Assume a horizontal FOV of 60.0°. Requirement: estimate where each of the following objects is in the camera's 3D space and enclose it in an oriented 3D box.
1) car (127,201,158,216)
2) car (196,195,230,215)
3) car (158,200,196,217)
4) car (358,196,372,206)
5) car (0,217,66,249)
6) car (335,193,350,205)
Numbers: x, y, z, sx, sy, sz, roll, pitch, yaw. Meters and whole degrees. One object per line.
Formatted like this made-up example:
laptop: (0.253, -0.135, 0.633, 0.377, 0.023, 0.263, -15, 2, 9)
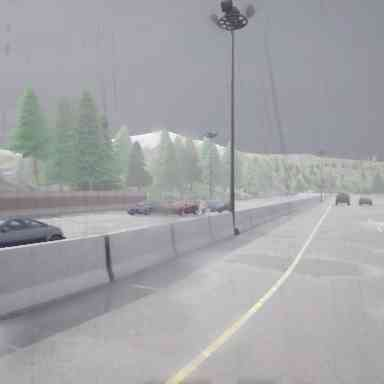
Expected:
car: (-4.416, 1.564, 32.149, 1.994, 1.385, 4.181, 0, 0, 24)
car: (2.328, 1.242, 30.079, 1.812, 1.442, 4.674, 0, 0, 24)
car: (-0.952, 1.483, 31.319, 1.882, 1.535, 5.008, 0, 0, 24)
car: (29.446, 1.492, 56.579, 2.128, 1.511, 4.902, 0, 0, 24)
car: (-6.409, 1.564, 11.227, 1.994, 1.385, 4.181, 0, 0, 28)
car: (25.960, 1.221, 57.348, 2.150, 2.045, 5.566, 0, 0, 24)
